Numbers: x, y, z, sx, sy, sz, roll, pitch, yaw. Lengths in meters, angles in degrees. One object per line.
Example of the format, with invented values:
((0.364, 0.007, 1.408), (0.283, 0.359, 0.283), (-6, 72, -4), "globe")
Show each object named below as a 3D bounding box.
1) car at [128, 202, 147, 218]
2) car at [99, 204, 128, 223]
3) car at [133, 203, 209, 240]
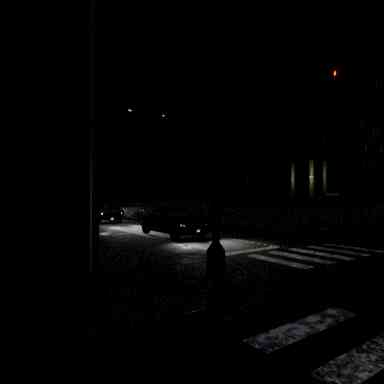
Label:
((-4.492, 1.537, 27.517), (1.812, 1.442, 4.674), (0, 0, -36), "car")
((-6.993, 1.608, 25.548), (1.895, 1.301, 4.718), (0, 0, -36), "car")
((-1.066, 1.530, 17.339), (1.812, 1.442, 4.674), (0, 0, -36), "car")
